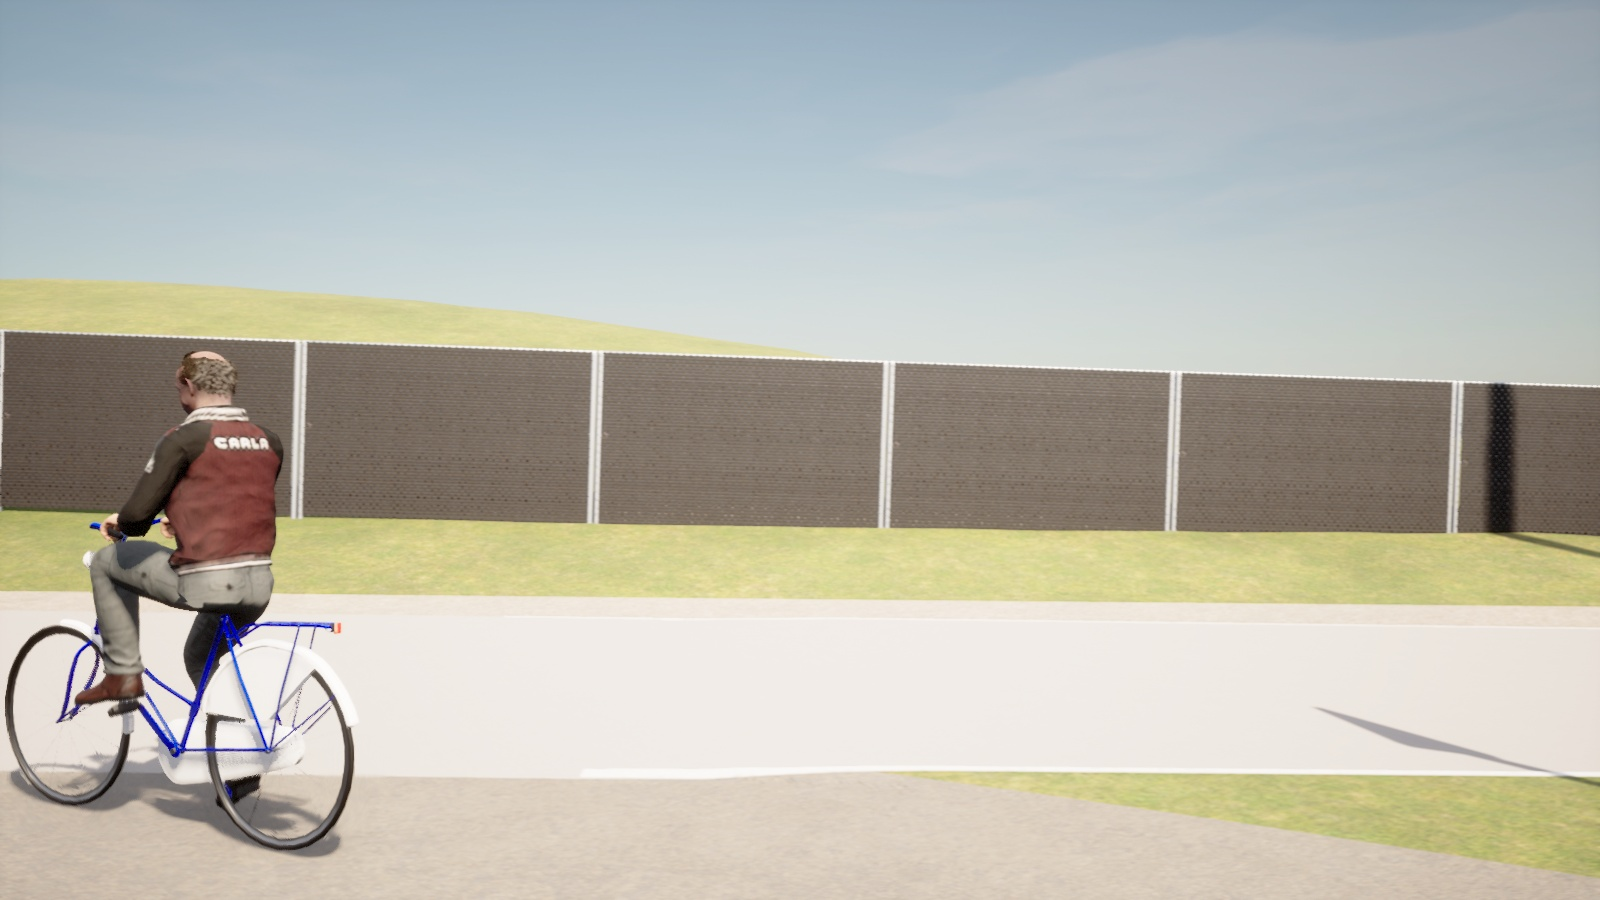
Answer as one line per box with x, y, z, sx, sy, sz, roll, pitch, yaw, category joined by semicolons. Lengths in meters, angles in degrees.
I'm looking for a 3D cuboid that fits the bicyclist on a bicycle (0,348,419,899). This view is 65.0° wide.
-2.349;0.564;4.623;1.843;1.776;0.659;0;0;25;bicyclist on a bicycle
